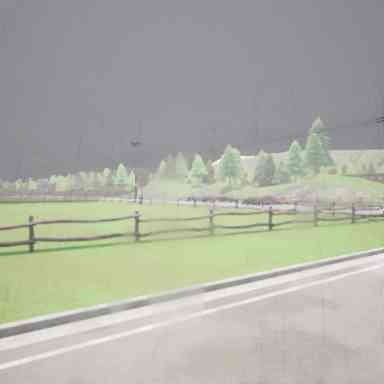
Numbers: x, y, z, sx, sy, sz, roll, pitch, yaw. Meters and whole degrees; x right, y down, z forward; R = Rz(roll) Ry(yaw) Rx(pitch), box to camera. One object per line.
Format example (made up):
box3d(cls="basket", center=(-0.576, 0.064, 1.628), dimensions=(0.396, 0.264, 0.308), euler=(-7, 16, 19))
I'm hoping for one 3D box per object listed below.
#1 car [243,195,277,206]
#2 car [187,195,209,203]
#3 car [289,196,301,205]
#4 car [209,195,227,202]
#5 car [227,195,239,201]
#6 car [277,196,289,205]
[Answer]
box3d(cls="car", center=(10.803, 1.532, 54.940), dimensions=(2.033, 1.411, 5.357), euler=(0, 0, -36))
box3d(cls="car", center=(0.761, 1.427, 68.824), dimensions=(1.812, 1.442, 4.674), euler=(0, 0, -36))
box3d(cls="car", center=(16.836, 1.459, 58.592), dimensions=(1.882, 1.535, 5.008), euler=(0, 0, -36))
box3d(cls="car", center=(4.444, 1.367, 69.716), dimensions=(1.882, 1.535, 5.008), euler=(0, 0, -36))
box3d(cls="car", center=(7.589, 1.445, 71.343), dimensions=(2.033, 1.411, 5.357), euler=(0, 0, -36))
box3d(cls="car", center=(13.697, 1.334, 56.938), dimensions=(2.097, 1.767, 4.553), euler=(0, 0, -36))
